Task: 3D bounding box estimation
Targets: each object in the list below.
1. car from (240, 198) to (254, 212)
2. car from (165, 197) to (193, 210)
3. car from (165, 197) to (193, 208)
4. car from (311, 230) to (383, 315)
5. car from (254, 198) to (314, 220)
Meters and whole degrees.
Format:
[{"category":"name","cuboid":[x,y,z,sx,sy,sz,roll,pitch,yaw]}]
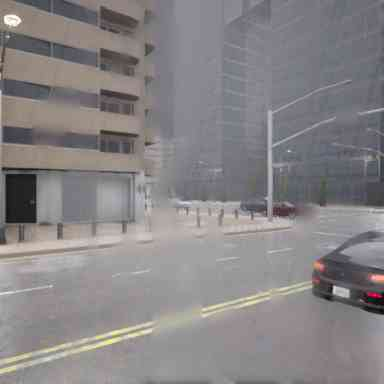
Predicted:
[{"category":"car","cuboid":[7.179,1.447,35.089,1.837,1.490,4.892,0,0,-36]},{"category":"car","cuboid":[-1.744,1.468,41.573,1.812,1.442,4.674,0,0,-35]},{"category":"car","cuboid":[-1.944,1.468,47.935,1.812,1.442,4.674,0,0,-35]},{"category":"car","cuboid":[4.409,1.525,6.961,4.674,1.442,1.812,0,0,-35]},{"category":"car","cuboid":[7.793,1.422,27.743,1.882,1.535,5.008,0,0,-32]}]
